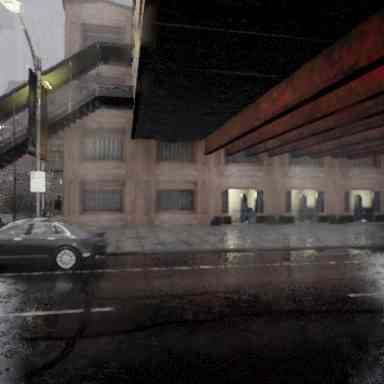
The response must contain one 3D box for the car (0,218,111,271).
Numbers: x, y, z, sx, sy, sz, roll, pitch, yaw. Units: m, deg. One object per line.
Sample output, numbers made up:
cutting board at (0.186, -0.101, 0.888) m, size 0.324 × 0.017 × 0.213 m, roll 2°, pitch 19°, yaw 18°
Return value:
car at (-5.154, 1.603, 10.789) m, size 4.892 × 1.521 × 2.231 m, roll 0°, pitch -1°, yaw -1°
